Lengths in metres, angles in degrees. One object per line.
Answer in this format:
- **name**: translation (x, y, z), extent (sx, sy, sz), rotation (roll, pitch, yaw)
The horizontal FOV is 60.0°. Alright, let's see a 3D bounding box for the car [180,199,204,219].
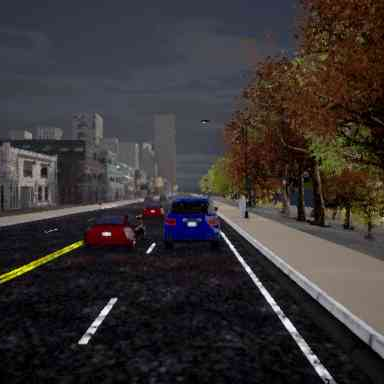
- **car**: translation (0.000, 1.477, 29.652), extent (1.882, 1.535, 5.008), rotation (0, 0, 0)

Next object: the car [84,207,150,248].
- **car**: translation (-3.249, 1.567, 14.651), extent (1.994, 1.385, 4.181), rotation (0, 0, 0)

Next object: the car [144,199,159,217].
- **car**: translation (-3.250, 1.564, 29.652), extent (1.994, 1.385, 4.181), rotation (0, 0, 0)

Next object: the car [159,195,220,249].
- **car**: translation (0.000, 1.252, 14.680), extent (2.150, 2.045, 5.566), rotation (0, 0, 0)

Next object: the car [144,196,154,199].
- **car**: translation (-9.750, 1.494, 75.927), extent (1.994, 1.385, 4.181), rotation (0, 0, 0)
